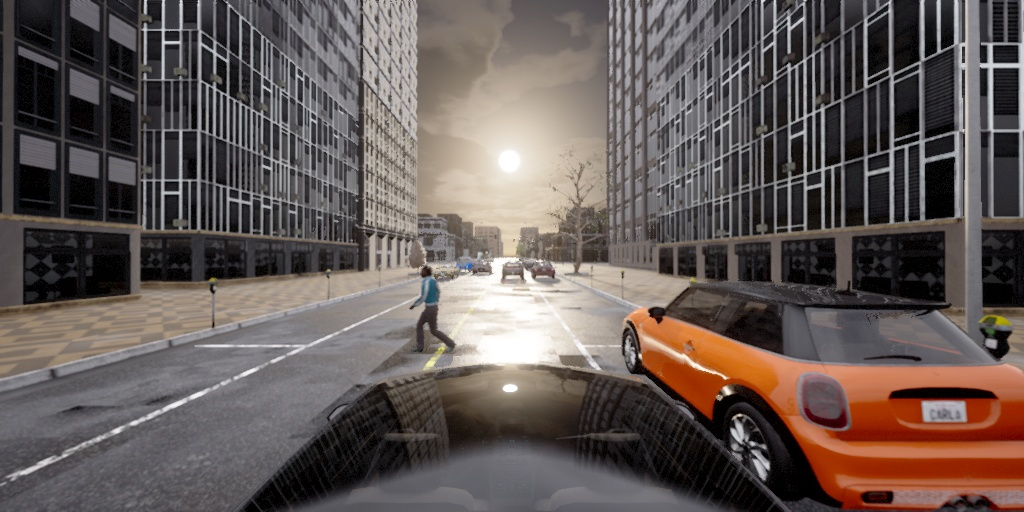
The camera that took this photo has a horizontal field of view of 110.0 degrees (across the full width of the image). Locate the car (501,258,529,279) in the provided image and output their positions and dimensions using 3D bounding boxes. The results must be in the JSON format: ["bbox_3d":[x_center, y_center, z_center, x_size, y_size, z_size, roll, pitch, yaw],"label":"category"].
[{"bbox_3d":[0.087,1.184,31.785,2.128,1.511,4.902,0,0,0],"label":"car"}]

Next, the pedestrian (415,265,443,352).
[{"bbox_3d":[-1.670,1.033,7.261,0.375,1.860,0.375,0,0,-2],"label":"pedestrian"}]

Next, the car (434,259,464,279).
[{"bbox_3d":[-5.693,1.218,31.691,1.751,1.417,4.829,0,0,0],"label":"car"}]

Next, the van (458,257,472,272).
[{"bbox_3d":[-5.694,1.010,43.246,1.690,1.789,3.998,0,0,0],"label":"van"}]

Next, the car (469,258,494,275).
[{"bbox_3d":[-3.098,1.243,38.255,1.994,1.385,4.181,0,0,0],"label":"car"}]

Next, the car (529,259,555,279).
[{"bbox_3d":[2.688,1.132,31.846,1.967,1.591,4.097,0,0,0],"label":"car"}]

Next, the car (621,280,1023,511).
[{"bbox_3d":[2.999,1.096,4.613,2.097,1.767,4.553,0,0,0],"label":"car"}]
